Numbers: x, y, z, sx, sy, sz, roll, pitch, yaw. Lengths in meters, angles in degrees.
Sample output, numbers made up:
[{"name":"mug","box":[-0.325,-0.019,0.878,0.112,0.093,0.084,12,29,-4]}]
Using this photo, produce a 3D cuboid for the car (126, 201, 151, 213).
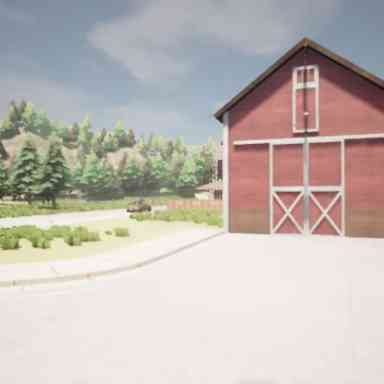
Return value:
[{"name":"car","box":[-6.514,1.856,40.646,1.816,1.474,4.193,-6,-2,16]}]
